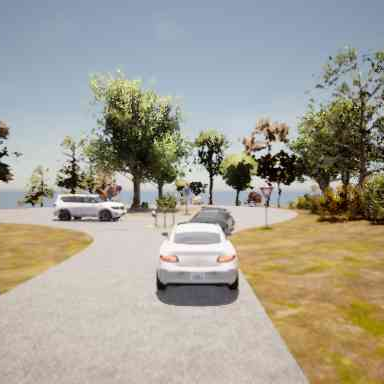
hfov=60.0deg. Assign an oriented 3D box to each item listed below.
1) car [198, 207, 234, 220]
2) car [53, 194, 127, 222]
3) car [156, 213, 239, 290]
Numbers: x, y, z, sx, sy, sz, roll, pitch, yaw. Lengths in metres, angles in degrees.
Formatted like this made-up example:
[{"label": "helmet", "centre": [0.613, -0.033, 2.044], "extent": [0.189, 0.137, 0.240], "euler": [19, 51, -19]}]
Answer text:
[{"label": "car", "centre": [1.193, 1.545, 18.654], "extent": [1.994, 1.385, 4.181], "euler": [0, 0, 14]}, {"label": "car", "centre": [-7.930, 1.197, 25.782], "extent": [5.566, 2.045, 2.150], "euler": [0, 0, 9]}, {"label": "car", "centre": [0.131, 1.517, 8.901], "extent": [1.812, 1.442, 4.674], "euler": [0, 0, 0]}]
